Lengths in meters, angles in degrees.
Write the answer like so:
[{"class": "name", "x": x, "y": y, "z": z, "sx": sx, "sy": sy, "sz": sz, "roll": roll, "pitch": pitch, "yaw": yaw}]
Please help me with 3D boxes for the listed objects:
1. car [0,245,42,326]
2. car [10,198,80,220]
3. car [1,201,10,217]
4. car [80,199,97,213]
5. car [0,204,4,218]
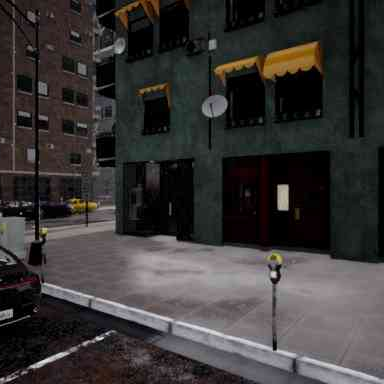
[{"class": "car", "x": -4.501, "y": 1.551, "z": 6.079, "sx": 4.403, "sy": 1.369, "sz": 2.008, "roll": 0, "pitch": 0, "yaw": 35}, {"class": "car", "x": -11.222, "y": 1.345, "z": 25.664, "sx": 1.994, "sy": 1.385, "sz": 4.181, "roll": 0, "pitch": 1, "yaw": 35}, {"class": "car", "x": -14.073, "y": 1.350, "z": 26.085, "sx": 2.008, "sy": 1.369, "sz": 4.403, "roll": 1, "pitch": 1, "yaw": 35}, {"class": "car", "x": -10.985, "y": 1.250, "z": 30.512, "sx": 1.752, "sy": 1.417, "sz": 4.829, "roll": 1, "pitch": 1, "yaw": 35}, {"class": "car", "x": -13.046, "y": 1.517, "z": 17.699, "sx": 4.718, "sy": 1.301, "sz": 1.895, "roll": -2, "pitch": 2, "yaw": -45}]
